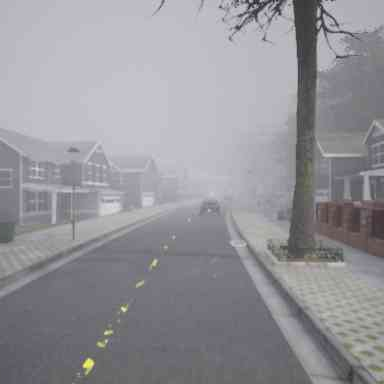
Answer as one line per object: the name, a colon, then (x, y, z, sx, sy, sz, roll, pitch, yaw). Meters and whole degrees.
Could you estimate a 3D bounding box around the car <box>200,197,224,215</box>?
car: (1.774, 1.387, 31.281, 1.837, 1.490, 4.892, 0, -1, 6)

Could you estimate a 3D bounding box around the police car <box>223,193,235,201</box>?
police car: (7.062, 0.926, 63.482, 1.930, 1.638, 5.238, 0, 0, 12)
